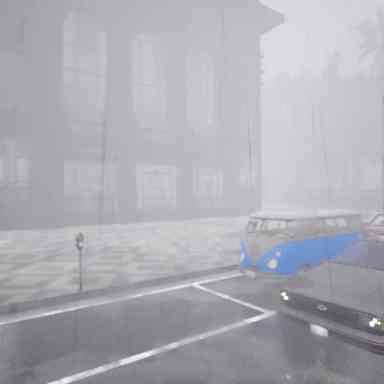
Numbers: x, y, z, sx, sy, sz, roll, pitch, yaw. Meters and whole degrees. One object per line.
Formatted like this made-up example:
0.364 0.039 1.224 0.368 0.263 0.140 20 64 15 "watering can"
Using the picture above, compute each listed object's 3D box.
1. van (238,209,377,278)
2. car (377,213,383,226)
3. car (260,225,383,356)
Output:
3.045 1.371 8.925 3.998 1.788 1.690 0 -1 -36 "van"
7.421 1.467 12.133 4.097 1.590 1.967 0 -1 -36 "car"
3.943 1.562 6.272 5.357 1.411 2.033 0 0 -36 "car"
